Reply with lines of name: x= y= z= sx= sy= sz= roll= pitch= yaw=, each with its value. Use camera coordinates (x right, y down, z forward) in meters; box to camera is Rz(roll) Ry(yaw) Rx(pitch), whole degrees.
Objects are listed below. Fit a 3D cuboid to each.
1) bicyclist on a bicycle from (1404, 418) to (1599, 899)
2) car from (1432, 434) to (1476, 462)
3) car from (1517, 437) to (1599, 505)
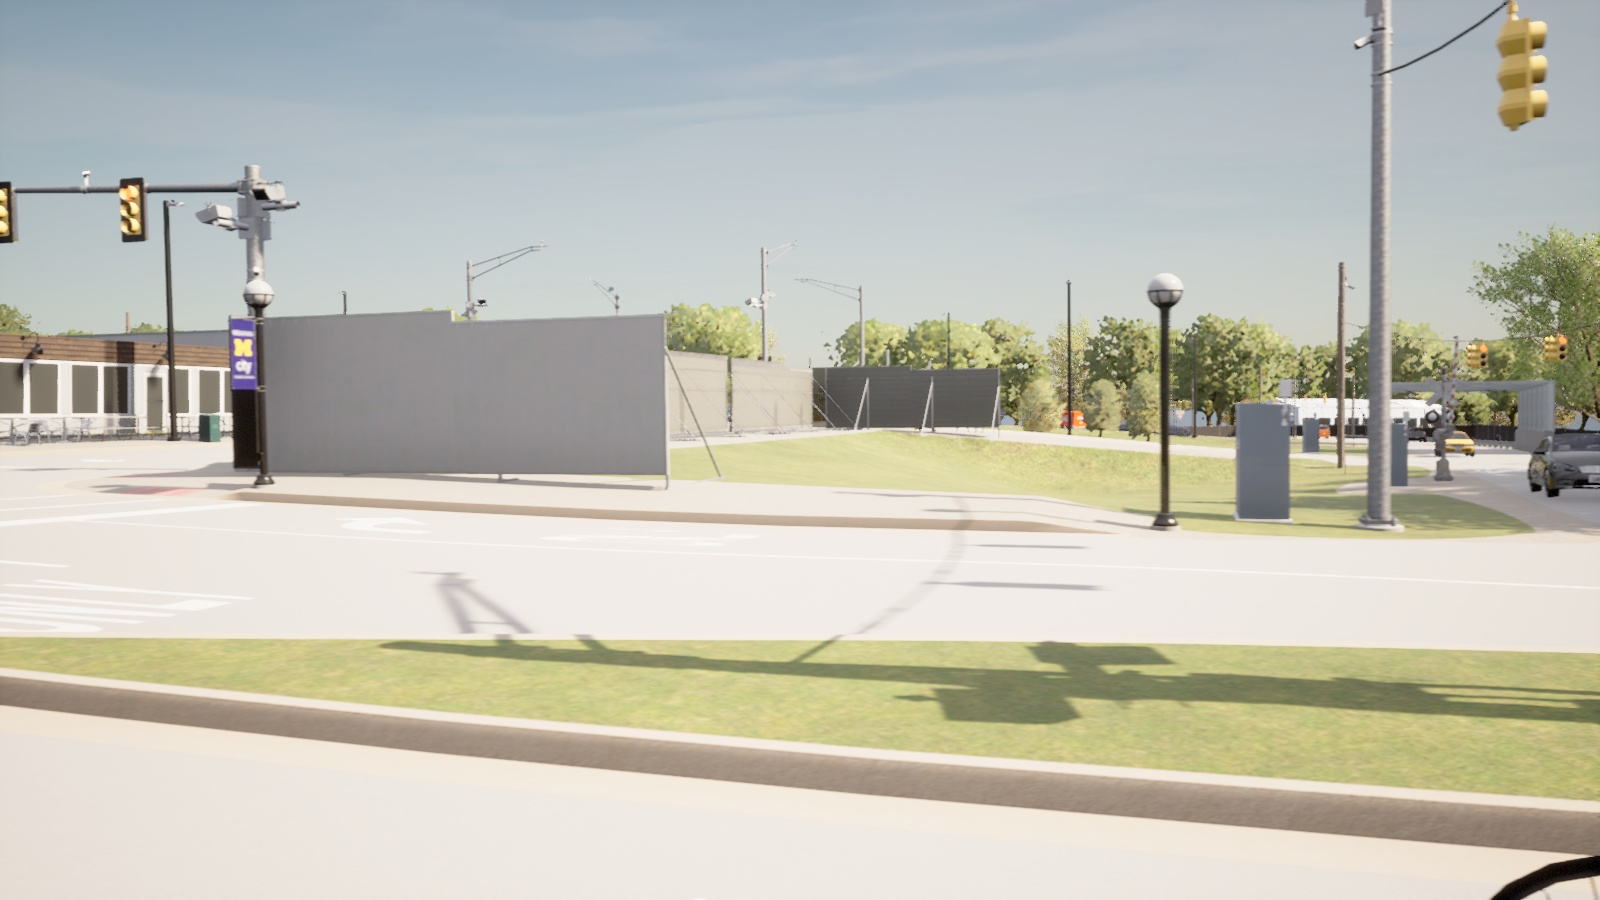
bicyclist on a bicycle: x=2.149 y=0.747 z=2.479 sx=1.656 sy=1.620 sz=0.582 roll=0 pitch=1 yaw=17
car: x=37.412 y=-0.143 z=71.892 sx=1.801 sy=1.575 sz=5.366 roll=0 pitch=1 yaw=23
car: x=18.972 y=0.458 z=30.570 sx=2.128 sy=1.511 sz=4.902 roll=0 pitch=1 yaw=24
